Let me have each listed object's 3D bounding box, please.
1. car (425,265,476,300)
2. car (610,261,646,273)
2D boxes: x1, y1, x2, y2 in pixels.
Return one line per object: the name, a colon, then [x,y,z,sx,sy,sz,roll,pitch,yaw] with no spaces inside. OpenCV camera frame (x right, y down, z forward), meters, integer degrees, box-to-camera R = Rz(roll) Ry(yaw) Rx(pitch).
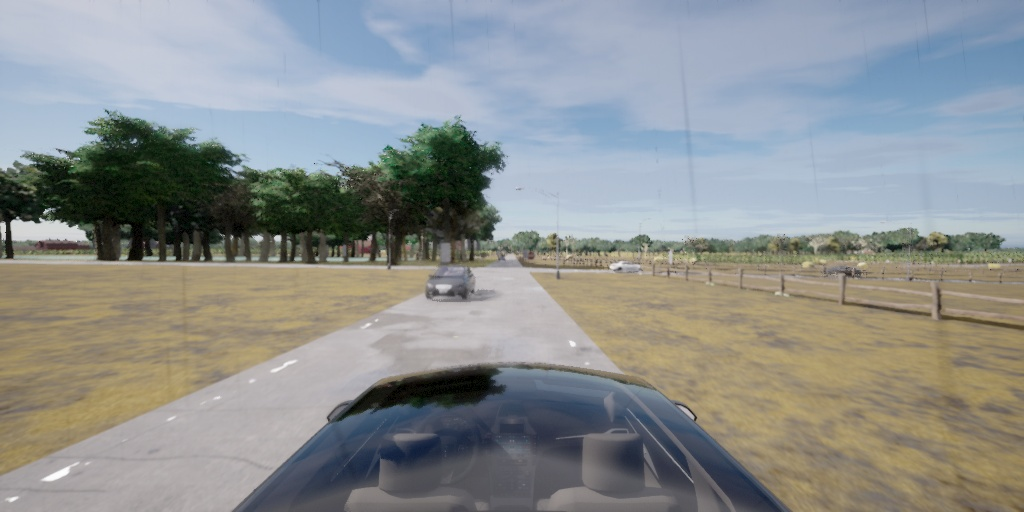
car: [-2.841,1.202,17.331,2.128,1.511,4.902,0,0,0]
car: [15.444,1.437,47.804,4.674,1.442,1.812,1,1,0]
